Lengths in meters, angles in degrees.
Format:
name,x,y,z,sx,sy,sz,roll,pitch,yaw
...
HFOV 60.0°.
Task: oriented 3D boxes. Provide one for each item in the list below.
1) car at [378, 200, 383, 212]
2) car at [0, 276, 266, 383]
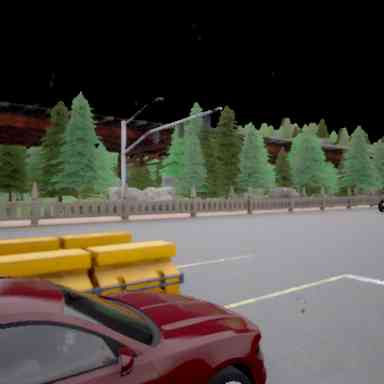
name,x,y,z,sx,sy,sz,roll,pitch,yaw
car,23.516,1.278,37.967,5.566,2.045,2.150,0,0,-36
car,-1.549,1.478,2.643,5.008,1.535,1.882,0,0,-36
